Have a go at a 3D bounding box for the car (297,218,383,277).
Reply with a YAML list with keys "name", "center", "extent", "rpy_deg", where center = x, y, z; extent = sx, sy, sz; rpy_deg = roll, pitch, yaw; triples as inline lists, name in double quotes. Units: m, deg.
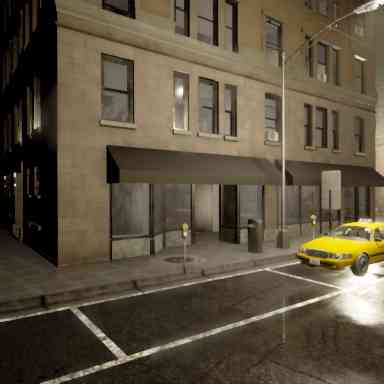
- name: "car"
  center: [5.218, 1.526, 10.242]
  extent: [4.829, 1.417, 1.752]
  rpy_deg: [0, 0, -35]
